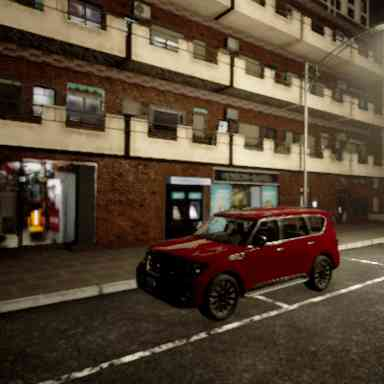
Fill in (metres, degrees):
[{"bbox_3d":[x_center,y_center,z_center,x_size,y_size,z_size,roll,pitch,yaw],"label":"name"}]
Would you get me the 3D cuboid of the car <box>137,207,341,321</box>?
[{"bbox_3d":[1.306,1.314,7.475,5.009,1.841,2.192,0,1,-36],"label":"car"}]
